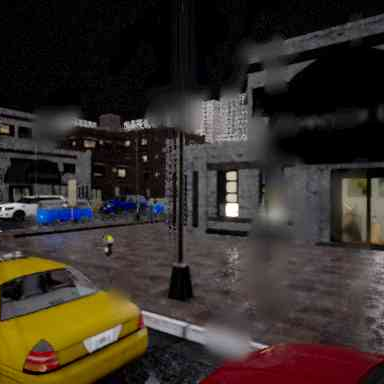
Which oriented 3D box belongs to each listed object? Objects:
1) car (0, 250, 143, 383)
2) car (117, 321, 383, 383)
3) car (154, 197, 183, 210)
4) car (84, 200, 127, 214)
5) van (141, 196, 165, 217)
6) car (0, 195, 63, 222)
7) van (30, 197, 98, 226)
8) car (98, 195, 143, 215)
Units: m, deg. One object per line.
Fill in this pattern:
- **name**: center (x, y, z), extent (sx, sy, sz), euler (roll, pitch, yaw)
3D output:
- **car**: center (-2.826, 1.537, 4.886), extent (4.829, 1.417, 1.752), euler (0, 0, 36)
- **car**: center (1.950, 1.543, 1.478), extent (4.507, 1.381, 1.887), euler (0, 0, 36)
- **car**: center (-3.287, 1.580, 47.002), extent (1.967, 1.590, 4.097), euler (0, 0, 35)
- **car**: center (-9.733, 1.632, 37.825), extent (1.752, 1.417, 4.829), euler (0, 0, 35)
- **van**: center (-2.787, 1.488, 33.133), extent (1.690, 1.788, 3.998), euler (0, 0, 35)
- **car**: center (-13.372, 1.314, 28.134), extent (2.150, 2.045, 5.566), euler (0, 0, 35)
- **van**: center (-9.135, 1.459, 24.096), extent (1.690, 1.788, 3.998), euler (0, 0, 35)
- **car**: center (-7.413, 1.342, 36.610), extent (2.150, 2.045, 5.566), euler (0, 0, 36)
